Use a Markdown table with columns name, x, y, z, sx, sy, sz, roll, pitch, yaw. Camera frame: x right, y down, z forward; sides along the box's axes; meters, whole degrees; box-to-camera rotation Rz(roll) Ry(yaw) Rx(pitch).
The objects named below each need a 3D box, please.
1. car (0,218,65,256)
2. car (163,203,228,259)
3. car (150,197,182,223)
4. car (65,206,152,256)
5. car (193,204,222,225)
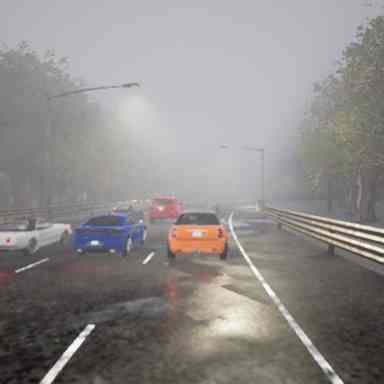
| name | x | y | z | sx | sy | sz | roll | pitch | yaw |
| --- | --- | --- | --- | --- | --- | --- | --- | --- | --- |
| car | -6.712 | 1.712 | 13.641 | 1.895 | 1.301 | 4.718 | 0 | 0 | 3 |
| car | 0.279 | 1.472 | 13.269 | 2.097 | 1.767 | 4.553 | 0 | -1 | 3 |
| car | -2.074 | 1.461 | 28.047 | 2.150 | 2.045 | 5.566 | 0 | 0 | 6 |
| car | -3.188 | 1.597 | 13.852 | 1.882 | 1.535 | 5.008 | 0 | 0 | 3 |
| car | 1.400 | 1.801 | 27.630 | 2.033 | 1.411 | 5.357 | 0 | 0 | 6 |
